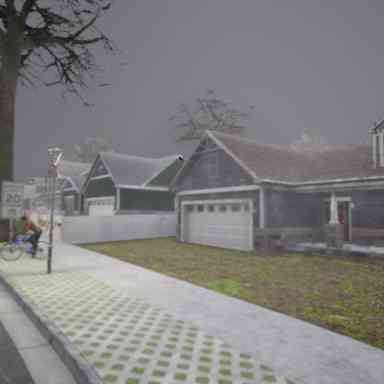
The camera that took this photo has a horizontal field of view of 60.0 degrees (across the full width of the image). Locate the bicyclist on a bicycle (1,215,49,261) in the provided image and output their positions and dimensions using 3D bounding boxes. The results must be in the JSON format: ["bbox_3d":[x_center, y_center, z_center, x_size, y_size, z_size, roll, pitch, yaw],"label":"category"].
[{"bbox_3d":[-5.984,1.676,12.089,1.656,1.620,0.582,4,-4,-38],"label":"bicyclist on a bicycle"}]
